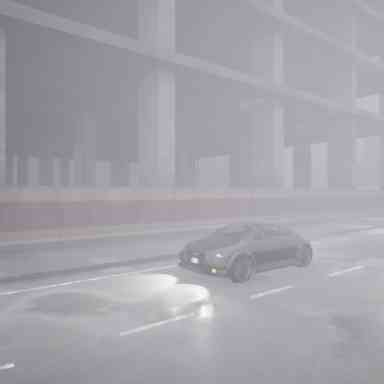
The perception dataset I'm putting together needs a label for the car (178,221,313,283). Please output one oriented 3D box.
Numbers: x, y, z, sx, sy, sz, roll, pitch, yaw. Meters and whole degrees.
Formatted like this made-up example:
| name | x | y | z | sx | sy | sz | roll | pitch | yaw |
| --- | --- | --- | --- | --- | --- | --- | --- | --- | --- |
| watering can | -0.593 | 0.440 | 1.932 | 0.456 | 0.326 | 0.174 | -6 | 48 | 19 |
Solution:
| name | x | y | z | sx | sy | sz | roll | pitch | yaw |
| --- | --- | --- | --- | --- | --- | --- | --- | --- | --- |
| car | 1.653 | 1.564 | 9.701 | 4.181 | 1.385 | 1.994 | 0 | 0 | -37 |
